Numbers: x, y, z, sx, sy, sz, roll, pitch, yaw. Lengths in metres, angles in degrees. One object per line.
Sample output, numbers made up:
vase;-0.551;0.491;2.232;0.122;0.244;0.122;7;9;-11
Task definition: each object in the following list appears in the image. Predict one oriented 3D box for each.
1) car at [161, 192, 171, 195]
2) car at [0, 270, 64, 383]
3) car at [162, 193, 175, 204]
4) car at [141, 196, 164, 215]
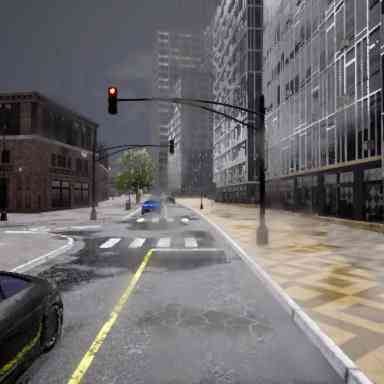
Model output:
car;-5.756;1.045;74.638;2.150;2.045;5.566;0;0;-9
car;-2.902;1.564;3.332;1.994;1.385;4.181;0;0;-1
car;-4.287;1.498;64.299;1.837;1.490;4.892;0;0;-8
car;-4.174;1.475;34.659;1.882;1.535;5.008;0;0;-4
